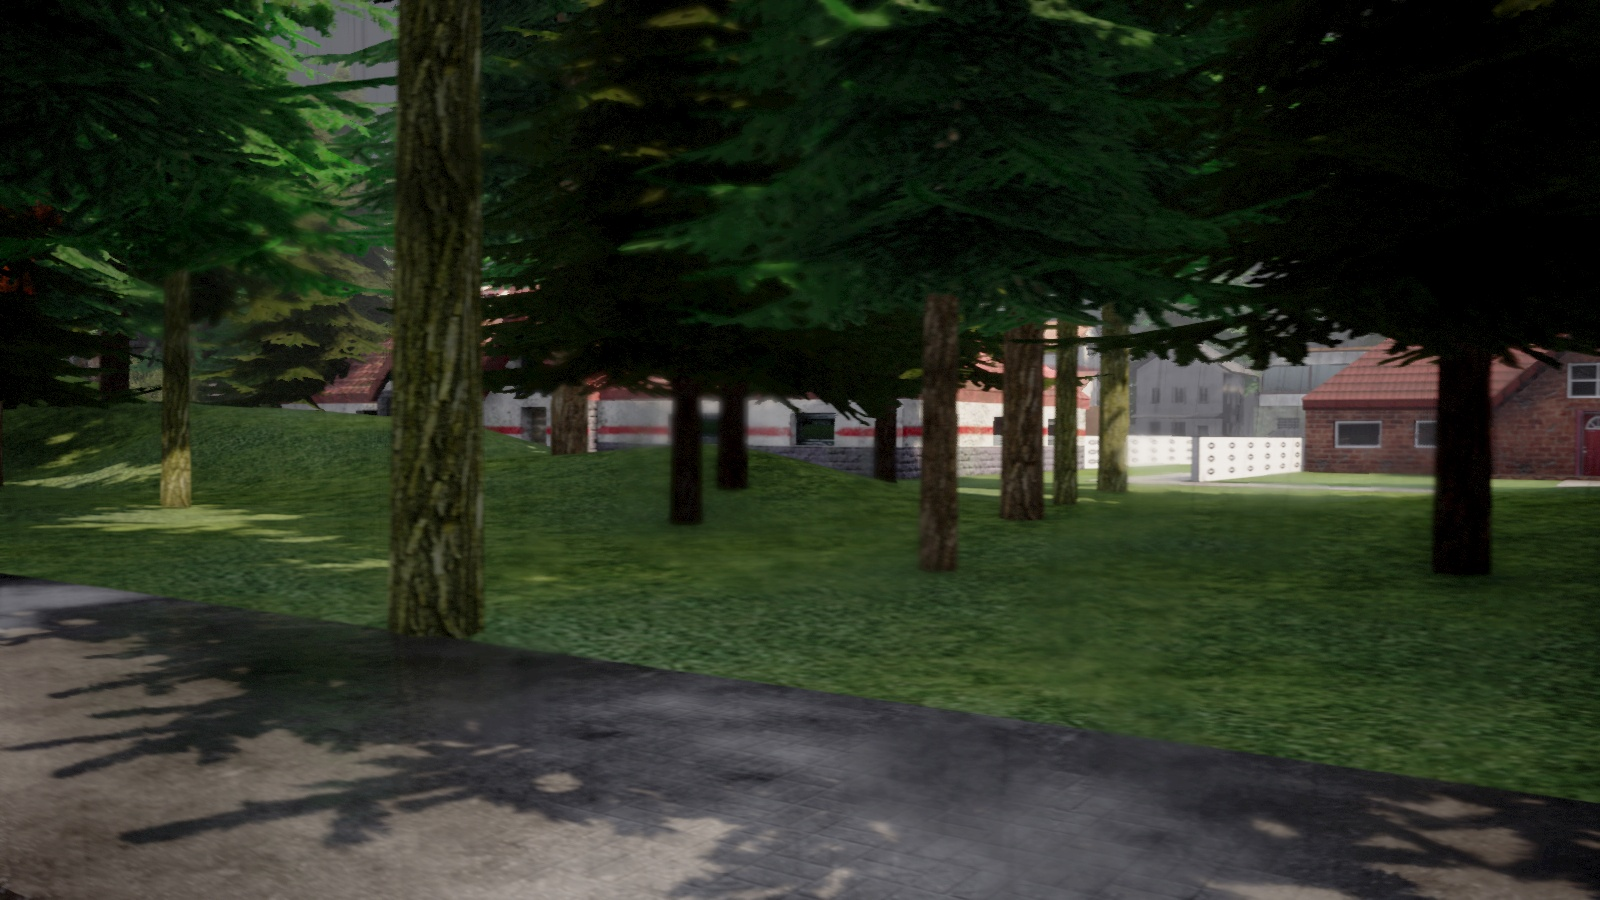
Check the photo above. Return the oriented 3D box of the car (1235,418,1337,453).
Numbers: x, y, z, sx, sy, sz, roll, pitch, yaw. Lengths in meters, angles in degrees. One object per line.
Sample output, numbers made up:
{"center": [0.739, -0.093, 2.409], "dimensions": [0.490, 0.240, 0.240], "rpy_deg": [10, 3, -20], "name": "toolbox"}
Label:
{"center": [30.183, -0.889, 78.004], "dimensions": [5.566, 2.045, 2.150], "rpy_deg": [0, 1, 34], "name": "car"}
